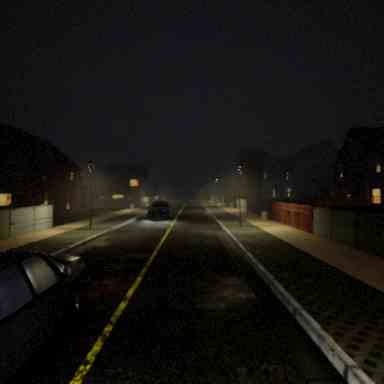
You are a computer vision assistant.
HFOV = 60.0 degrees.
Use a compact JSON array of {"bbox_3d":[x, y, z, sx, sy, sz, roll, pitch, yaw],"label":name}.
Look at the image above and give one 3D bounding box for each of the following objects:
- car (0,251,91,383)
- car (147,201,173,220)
[{"bbox_3d":[-2.846,1.551,4.186,2.033,1.411,5.357,0,0,0],"label":"car"},{"bbox_3d":[-2.775,1.534,29.252,1.882,1.535,5.008,0,0,1],"label":"car"}]
